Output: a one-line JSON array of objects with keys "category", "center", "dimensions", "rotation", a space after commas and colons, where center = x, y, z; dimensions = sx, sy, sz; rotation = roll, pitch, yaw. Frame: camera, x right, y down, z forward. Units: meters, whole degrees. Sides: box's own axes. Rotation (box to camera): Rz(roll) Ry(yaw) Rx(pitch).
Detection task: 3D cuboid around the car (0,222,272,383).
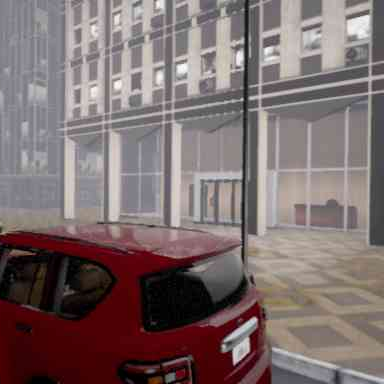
[{"category": "car", "center": [-1.560, 1.304, 3.980], "dimensions": [5.009, 1.841, 2.192], "rotation": [0, 1, 36]}]
